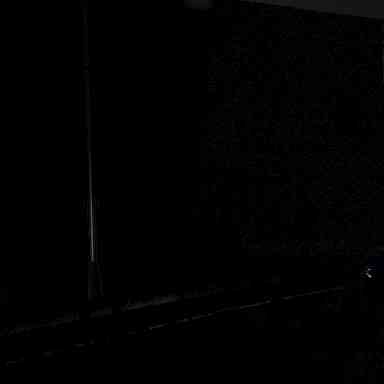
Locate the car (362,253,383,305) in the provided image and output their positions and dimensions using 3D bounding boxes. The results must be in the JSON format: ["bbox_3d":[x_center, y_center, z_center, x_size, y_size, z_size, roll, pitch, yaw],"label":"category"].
[{"bbox_3d":[5.727,1.462,6.684,5.008,1.535,1.882,0,0,-23],"label":"car"}]
